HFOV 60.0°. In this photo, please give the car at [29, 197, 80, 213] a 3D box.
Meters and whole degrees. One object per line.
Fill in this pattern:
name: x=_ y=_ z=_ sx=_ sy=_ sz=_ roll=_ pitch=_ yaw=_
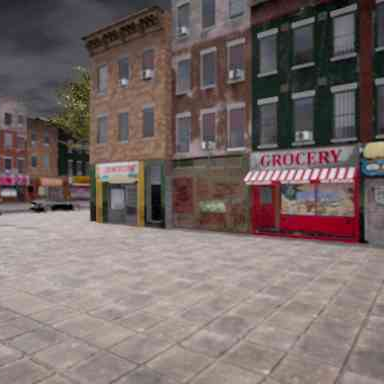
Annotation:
car: x=-12.008 y=1.115 z=29.265 sx=1.947 sy=1.339 sz=4.313 roll=1 pitch=1 yaw=35
